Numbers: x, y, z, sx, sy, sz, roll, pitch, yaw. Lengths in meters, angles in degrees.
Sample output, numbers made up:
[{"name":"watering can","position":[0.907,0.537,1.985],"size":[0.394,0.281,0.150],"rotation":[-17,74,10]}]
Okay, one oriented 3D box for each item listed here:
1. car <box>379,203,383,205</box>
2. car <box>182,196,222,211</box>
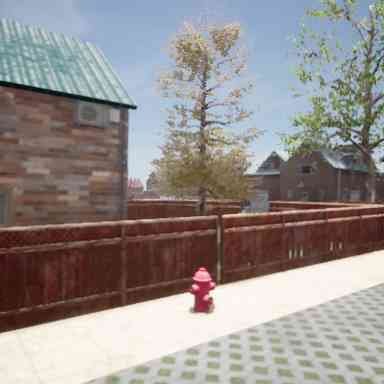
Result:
[{"name":"car","position":[10.093,1.554,18.727],"size":[1.837,1.490,4.892],"rotation":[2,-2,-35]},{"name":"car","position":[0.884,1.443,32.007],"size":[2.150,2.045,5.566],"rotation":[2,-1,-35]}]
